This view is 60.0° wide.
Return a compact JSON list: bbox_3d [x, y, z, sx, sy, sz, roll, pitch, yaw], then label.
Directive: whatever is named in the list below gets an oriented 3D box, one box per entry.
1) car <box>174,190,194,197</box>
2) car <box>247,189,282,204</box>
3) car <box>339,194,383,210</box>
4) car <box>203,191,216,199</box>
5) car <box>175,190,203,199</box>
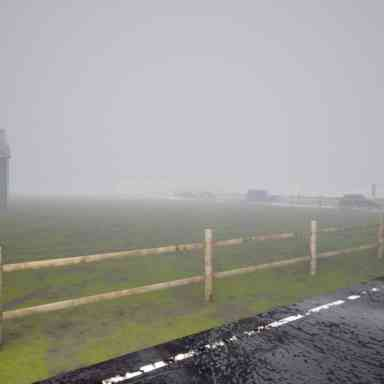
[{"bbox_3d":[-1.814,0.362,71.802,1.837,1.490,4.892,0,1,-36],"label":"car"},{"bbox_3d":[10.416,0.626,48.476,2.150,2.045,5.566,0,1,-35],"label":"car"},{"bbox_3d":[18.799,1.018,36.720,2.097,1.767,4.553,0,1,-36],"label":"car"},{"bbox_3d":[2.751,0.597,65.460,1.837,1.490,4.892,0,1,-35],"label":"car"},{"bbox_3d":[-0.634,0.541,64.085,1.882,1.535,5.008,0,1,-35],"label":"car"}]
